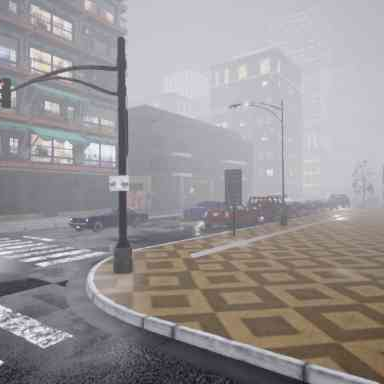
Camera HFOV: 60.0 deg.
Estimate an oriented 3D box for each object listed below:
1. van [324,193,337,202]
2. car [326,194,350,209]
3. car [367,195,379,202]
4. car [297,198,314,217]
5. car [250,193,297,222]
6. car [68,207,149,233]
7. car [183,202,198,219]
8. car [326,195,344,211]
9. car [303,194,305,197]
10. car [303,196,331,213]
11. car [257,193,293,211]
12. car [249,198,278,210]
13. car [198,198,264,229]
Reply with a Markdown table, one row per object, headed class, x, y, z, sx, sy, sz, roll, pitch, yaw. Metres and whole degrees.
| class | x | y | z | sx | sy | sz | roll | pitch | yaw |
| --- | --- | --- | --- | --- | --- | --- | --- | --- | --- |
| van | 29.378 | 1.229 | 70.419 | 1.690 | 1.788 | 3.998 | -1 | 0 | 36 |
| car | 19.121 | 1.167 | 43.236 | 2.192 | 1.841 | 5.009 | -1 | 0 | 36 |
| car | 35.721 | 1.334 | 65.741 | 1.887 | 1.381 | 4.507 | -1 | 0 | 36 |
| car | 9.164 | 1.471 | 29.731 | 1.802 | 1.307 | 4.206 | -1 | 0 | 36 |
| car | 5.842 | 1.216 | 25.231 | 2.192 | 1.841 | 5.009 | -1 | 0 | 36 |
| car | -4.873 | 1.592 | 19.834 | 1.895 | 1.301 | 4.718 | -1 | 0 | 37 |
| car | 1.220 | 1.447 | 28.086 | 1.882 | 1.535 | 5.008 | -1 | 0 | 36 |
| car | 15.803 | 1.415 | 38.733 | 2.008 | 1.369 | 4.403 | -1 | 0 | 36 |
| car | 22.639 | 1.439 | 61.279 | 1.752 | 1.417 | 4.829 | -1 | 0 | 36 |
| car | 12.483 | 1.421 | 34.232 | 1.887 | 1.381 | 4.507 | -1 | 0 | 36 |
| car | 10.125 | 1.161 | 40.136 | 2.150 | 2.045 | 5.566 | -1 | -1 | 37 |
| car | 9.361 | 1.489 | 43.274 | 1.752 | 1.417 | 4.829 | -1 | 0 | 36 |
| car | 2.523 | 1.352 | 20.729 | 1.967 | 1.590 | 4.097 | -1 | 0 | 36 |
